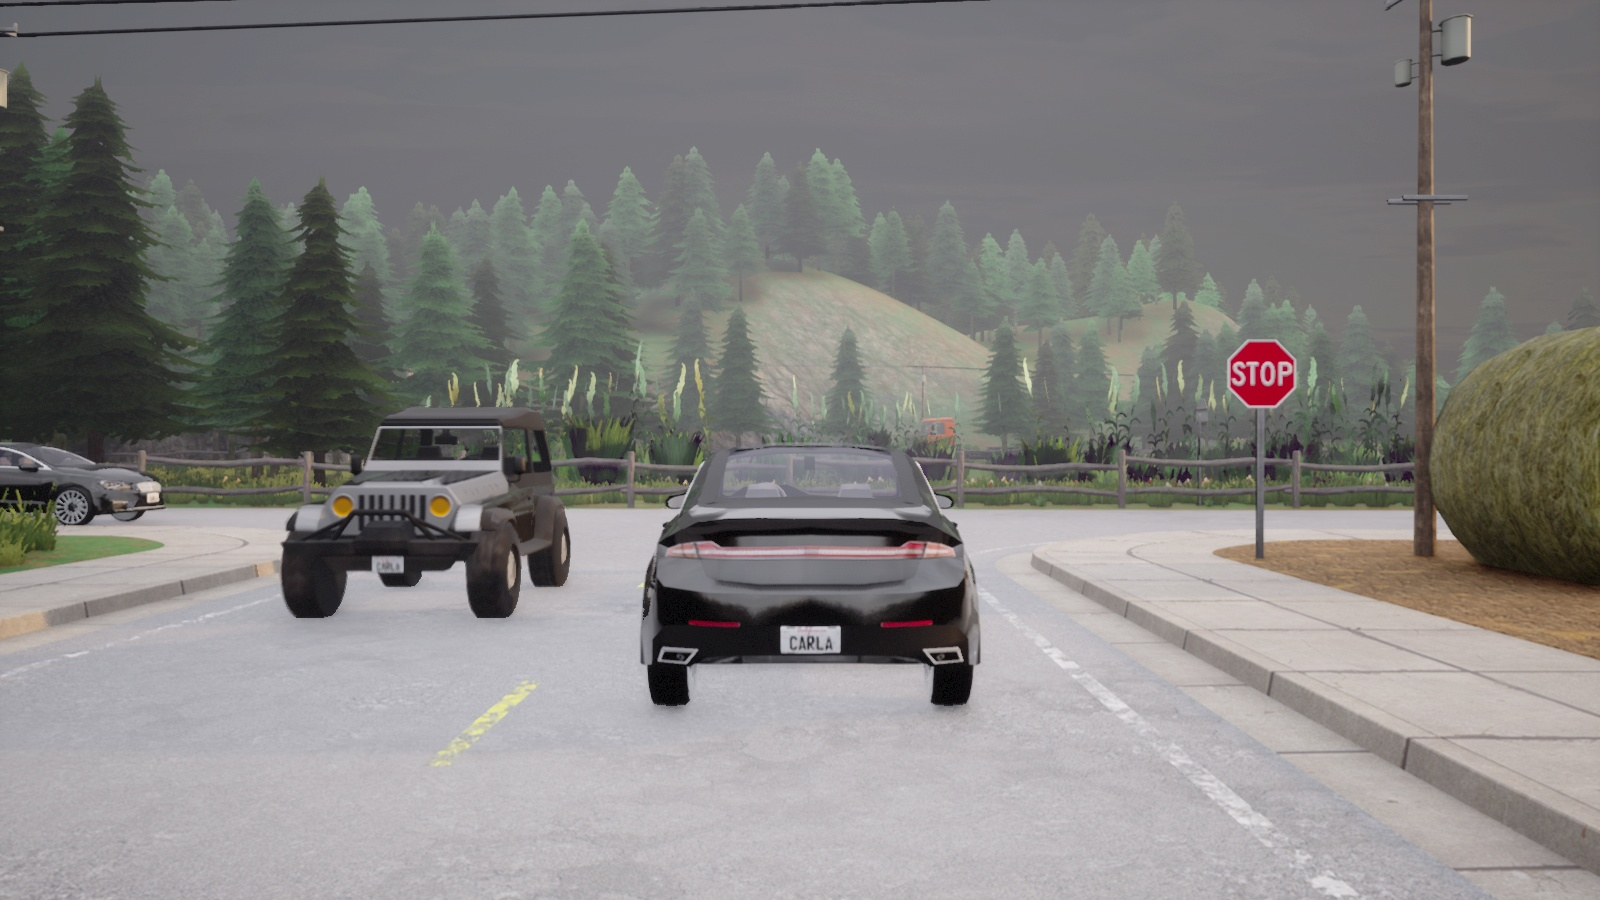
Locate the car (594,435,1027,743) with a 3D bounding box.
[{"bbox_3d":[0.067,0.670,8.624,2.128,1.511,4.902,0,0,0],"label":"car"}]

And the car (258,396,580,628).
[{"bbox_3d":[-3.425,0.493,12.099,1.905,1.878,3.866,0,0,0],"label":"car"}]

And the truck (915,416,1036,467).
[{"bbox_3d":[12.146,-0.564,87.377,7.936,3.462,2.891,0,0,-4],"label":"truck"}]

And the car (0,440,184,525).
[{"bbox_3d":[-14.392,0.566,23.303,4.902,1.511,2.128,0,0,3],"label":"car"}]
